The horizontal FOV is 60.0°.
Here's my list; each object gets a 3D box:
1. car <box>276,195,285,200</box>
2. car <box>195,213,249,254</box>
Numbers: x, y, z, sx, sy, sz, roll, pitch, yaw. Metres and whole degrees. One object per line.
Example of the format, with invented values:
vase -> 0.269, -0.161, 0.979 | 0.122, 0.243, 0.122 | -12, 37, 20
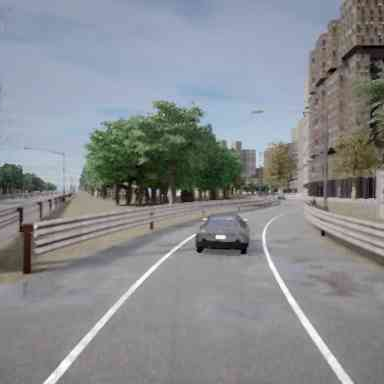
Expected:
car -> 24.304, 1.506, 90.814 | 1.812, 1.442, 4.674 | 0, 0, 5
car -> 1.356, 1.573, 13.795 | 1.994, 1.385, 4.181 | 0, 0, 10
